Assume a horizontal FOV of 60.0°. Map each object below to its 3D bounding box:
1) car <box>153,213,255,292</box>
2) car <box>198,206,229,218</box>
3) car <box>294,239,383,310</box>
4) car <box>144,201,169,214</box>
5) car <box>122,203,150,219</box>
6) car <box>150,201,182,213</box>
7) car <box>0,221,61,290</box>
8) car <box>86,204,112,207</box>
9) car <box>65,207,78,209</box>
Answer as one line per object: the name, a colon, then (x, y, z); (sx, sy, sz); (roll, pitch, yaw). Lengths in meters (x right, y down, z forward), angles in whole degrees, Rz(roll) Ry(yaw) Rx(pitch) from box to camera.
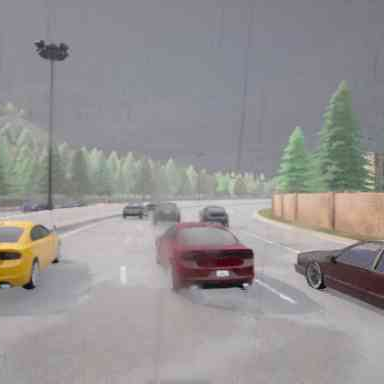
car: (0.108, 1.591, 9.425); (1.882, 1.535, 5.008); (1, -1, -12)
car: (1.612, 1.824, 25.091); (1.837, 1.490, 4.892); (1, 0, -3)
car: (4.254, 1.683, 6.750); (2.033, 1.411, 5.357); (1, -1, -14)
car: (-4.534, 1.956, 43.215); (1.837, 1.490, 4.892); (1, 0, 10)
car: (-5.440, 1.805, 32.607); (2.128, 1.511, 4.902); (1, -1, 3)
car: (-1.926, 1.648, 27.181); (2.097, 1.767, 4.553); (1, -1, -1)
car: (-4.902, 1.523, 9.106); (1.882, 1.535, 5.008); (1, -1, -12)
car: (-11.548, 1.716, 43.644); (2.097, 1.767, 4.553); (1, -1, 9)
car: (-15.220, 1.810, 42.628); (1.837, 1.490, 4.892); (0, -1, 8)
